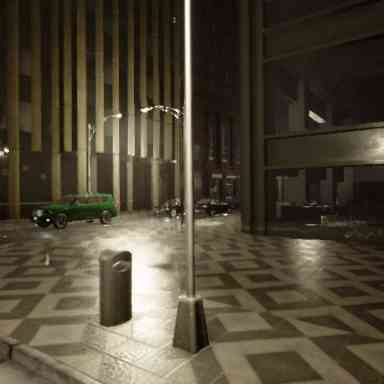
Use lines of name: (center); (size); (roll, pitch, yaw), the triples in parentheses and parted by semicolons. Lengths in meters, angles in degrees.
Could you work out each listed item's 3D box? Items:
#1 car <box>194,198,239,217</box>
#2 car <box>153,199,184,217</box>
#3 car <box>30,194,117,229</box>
car: (1.822, 1.363, 29.115); (2.128, 1.511, 4.902); (-1, 0, 35)
car: (-1.418, 1.383, 30.069); (1.882, 1.535, 5.008); (-1, 0, 35)
car: (-7.440, 1.170, 21.539); (2.150, 2.045, 5.566); (-1, 0, 37)
